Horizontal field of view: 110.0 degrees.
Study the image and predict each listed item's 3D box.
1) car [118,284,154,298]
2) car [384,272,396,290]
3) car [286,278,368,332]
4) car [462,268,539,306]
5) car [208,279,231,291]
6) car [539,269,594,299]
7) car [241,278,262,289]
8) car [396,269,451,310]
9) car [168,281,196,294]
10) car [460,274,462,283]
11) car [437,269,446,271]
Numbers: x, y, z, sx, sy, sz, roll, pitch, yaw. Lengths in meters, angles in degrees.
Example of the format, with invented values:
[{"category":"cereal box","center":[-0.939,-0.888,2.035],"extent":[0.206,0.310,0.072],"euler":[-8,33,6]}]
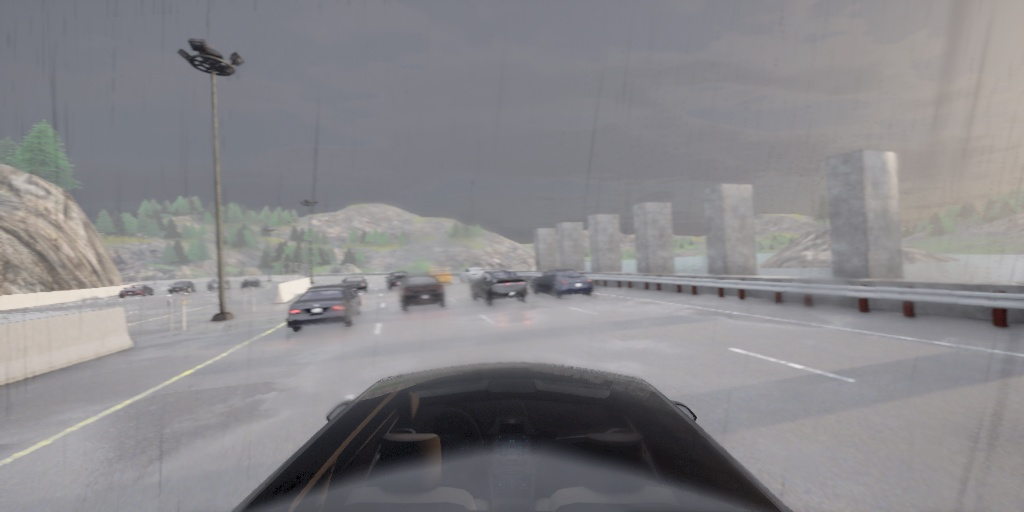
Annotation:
[{"category":"car","center":[-42.494,3.941,40.611],"extent":[1.994,1.385,4.181],"euler":[-3,-1,-31]},{"category":"car","center":[-9.819,2.092,31.079],"extent":[1.837,1.490,4.892],"euler":[-3,0,-23]},{"category":"car","center":[-6.733,1.774,13.301],"extent":[2.033,1.411,5.357],"euler":[-3,-1,-18]},{"category":"car","center":[-0.760,1.457,17.460],"extent":[2.128,1.511,4.902],"euler":[-3,-1,-19]},{"category":"car","center":[-37.797,3.692,46.340],"extent":[2.128,1.511,4.902],"euler":[-3,-1,-32]},{"category":"car","center":[2.492,1.378,18.760],"extent":[1.994,1.385,4.181],"euler":[-3,-1,-19]},{"category":"car","center":[-33.889,3.603,46.695],"extent":[1.895,1.301,4.718],"euler":[-3,-1,-31]},{"category":"car","center":[-4.474,1.635,17.529],"extent":[1.882,1.535,5.008],"euler":[-3,0,-19]},{"category":"car","center":[-40.498,3.820,44.067],"extent":[1.837,1.490,4.892],"euler":[-3,-1,-32]},{"category":"car","center":[-3.614,1.828,34.347],"extent":[1.812,1.442,4.674],"euler":[-3,0,-23]},{"category":"car","center":[-7.047,1.947,33.469],"extent":[1.882,1.535,5.008],"euler":[-3,0,-24]}]
